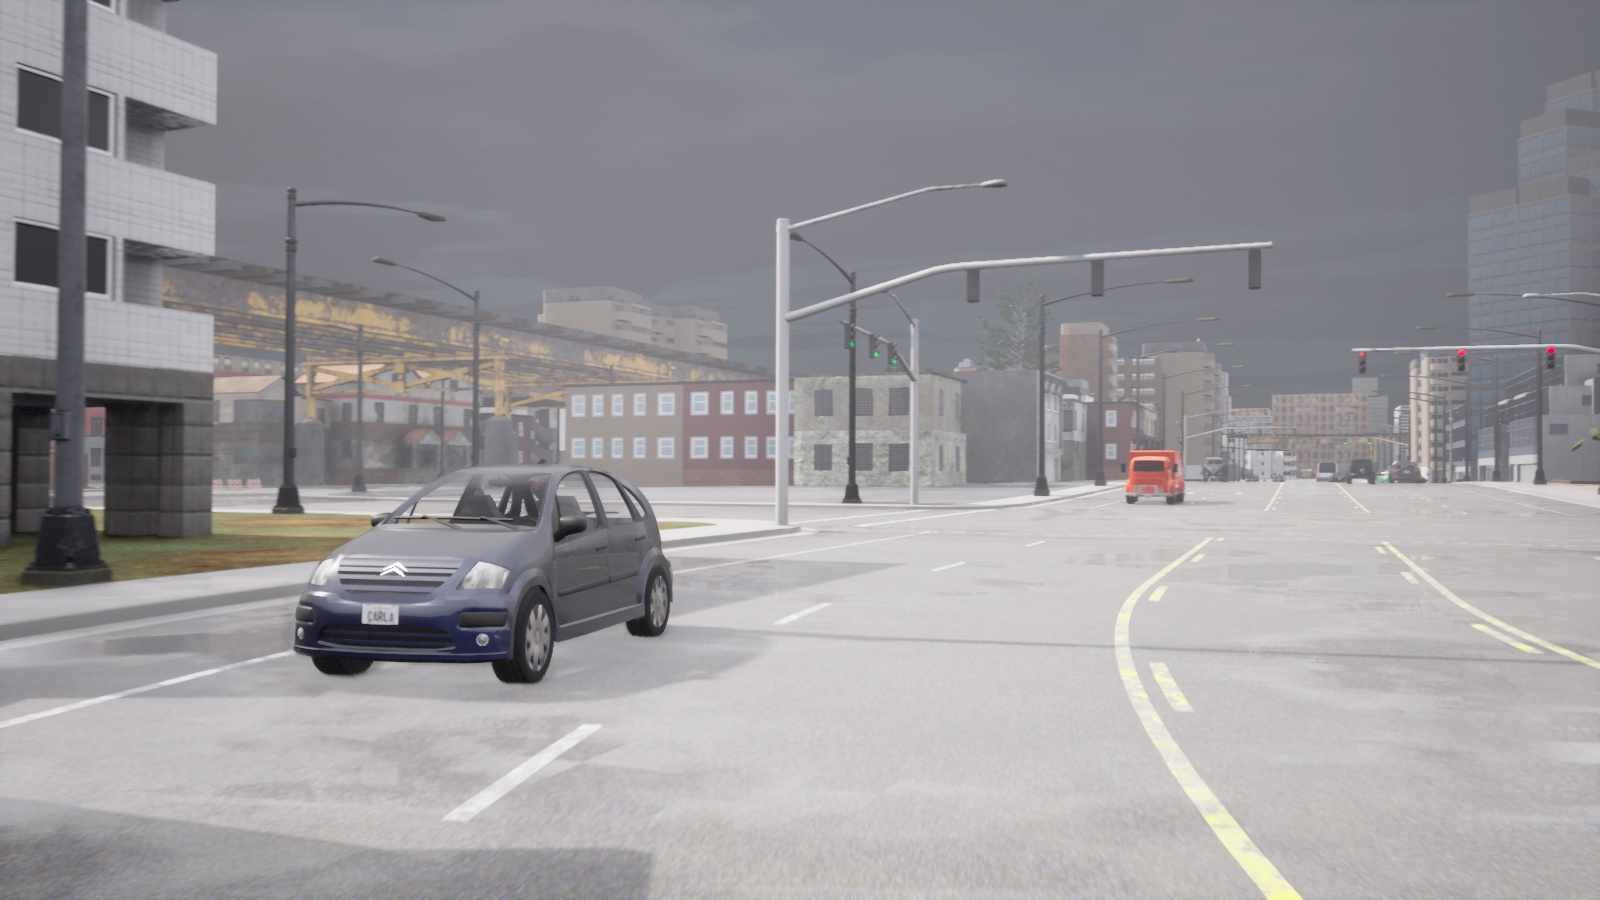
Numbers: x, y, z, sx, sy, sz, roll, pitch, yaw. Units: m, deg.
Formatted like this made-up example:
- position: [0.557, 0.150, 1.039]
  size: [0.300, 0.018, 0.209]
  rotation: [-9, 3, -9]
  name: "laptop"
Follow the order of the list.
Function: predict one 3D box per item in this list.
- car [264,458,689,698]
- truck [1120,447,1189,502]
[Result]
- position: [-2.440, 0.899, 10.614]
  size: [1.851, 1.617, 3.988]
  rotation: [0, -1, 13]
  name: "car"
- position: [16.776, 1.130, 59.228]
  size: [2.627, 2.467, 5.204]
  rotation: [-1, 0, 22]
  name: "truck"
